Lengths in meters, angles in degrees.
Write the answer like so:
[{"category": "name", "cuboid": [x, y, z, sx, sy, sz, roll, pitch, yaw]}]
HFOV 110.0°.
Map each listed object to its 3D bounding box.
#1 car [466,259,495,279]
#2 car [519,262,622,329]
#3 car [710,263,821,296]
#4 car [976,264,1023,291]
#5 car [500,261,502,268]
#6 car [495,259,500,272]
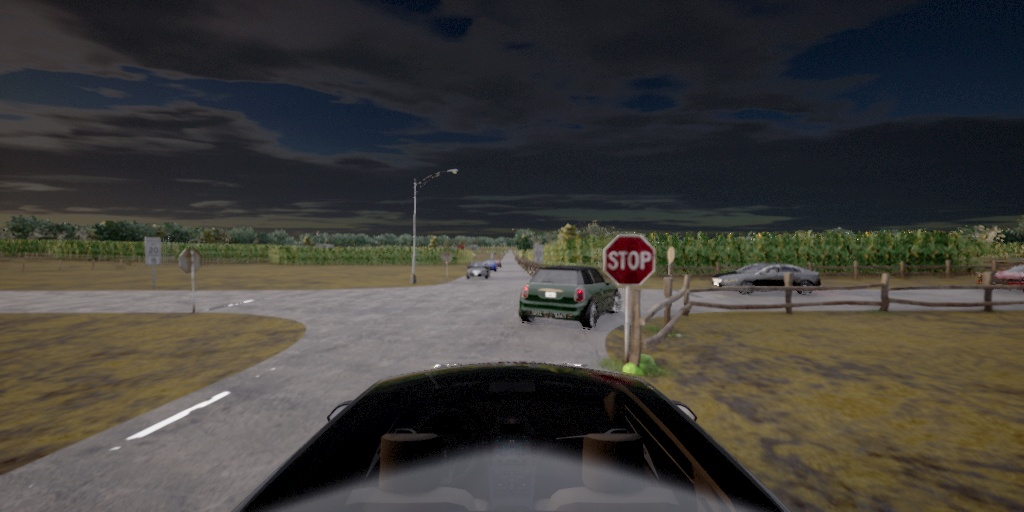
[{"category": "car", "cuboid": [-2.915, 1.218, 31.682, 2.128, 1.511, 4.902, 0, 0, 0]}, {"category": "car", "cuboid": [2.040, 1.085, 11.522, 2.097, 1.767, 4.553, 1, 0, 28]}, {"category": "car", "cuboid": [12.633, 1.120, 17.990, 4.902, 1.511, 2.128, 0, 2, -2]}, {"category": "car", "cuboid": [26.700, 1.091, 18.090, 5.008, 1.535, 1.882, 0, 2, 0]}, {"category": "car", "cuboid": [-2.920, 1.315, 65.393, 1.882, 1.535, 5.008, 0, -1, 0]}, {"category": "car", "cuboid": [-2.945, 1.243, 46.207, 1.882, 1.535, 5.008, 0, 0, 0]}]
